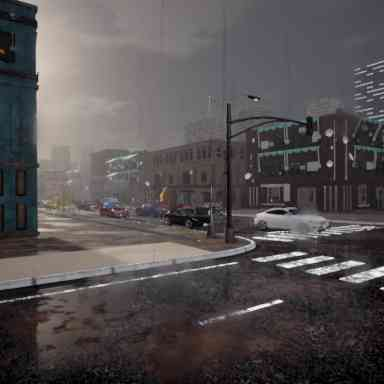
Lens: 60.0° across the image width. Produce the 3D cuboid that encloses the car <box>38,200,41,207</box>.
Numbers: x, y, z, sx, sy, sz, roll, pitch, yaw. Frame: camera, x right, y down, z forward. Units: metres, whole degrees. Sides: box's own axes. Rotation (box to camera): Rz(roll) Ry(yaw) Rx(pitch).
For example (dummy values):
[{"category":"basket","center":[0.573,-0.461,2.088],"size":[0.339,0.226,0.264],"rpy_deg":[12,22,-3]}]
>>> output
[{"category":"car","center":[-30.738,2.376,66.778],"size":[2.008,1.369,4.403],"rpy_deg":[-1,0,-35]}]

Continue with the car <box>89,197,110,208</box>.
[{"category":"car","center":[-17.503,1.940,62.603],"size":[2.192,1.841,5.009],"rpy_deg":[-1,0,-35]}]

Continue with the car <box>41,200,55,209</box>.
[{"category":"car","center":[-24.231,2.233,57.612],"size":[1.752,1.417,4.829],"rpy_deg":[-1,0,-35]}]

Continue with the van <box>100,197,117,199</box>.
[{"category":"van","center":[-14.298,1.907,58.090],"size":[1.690,1.788,3.998],"rpy_deg":[-1,0,-35]}]

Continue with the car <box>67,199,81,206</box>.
[{"category":"car","center":[-27.110,2.364,76.144],"size":[1.947,1.339,4.313],"rpy_deg":[-1,0,-35]}]

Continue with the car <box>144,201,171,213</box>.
[{"category":"car","center":[-4.679,1.966,44.550],"size":[1.802,1.307,4.206],"rpy_deg":[-2,0,-35]}]

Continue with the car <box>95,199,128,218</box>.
[{"category":"car","center":[-8.311,1.846,35.184],"size":[1.967,1.590,4.097],"rpy_deg":[-1,0,-35]}]

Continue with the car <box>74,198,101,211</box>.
[{"category":"car","center":[-15.731,2.055,50.245],"size":[2.128,1.511,4.902],"rpy_deg":[-1,0,-35]}]

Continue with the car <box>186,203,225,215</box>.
[{"category":"car","center":[1.728,1.810,35.524],"size":[2.008,1.369,4.403],"rpy_deg":[-2,0,-35]}]

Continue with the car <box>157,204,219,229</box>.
[{"category":"car","center":[-0.374,1.815,23.799],"size":[1.947,1.339,4.313],"rpy_deg":[-1,0,-35]}]

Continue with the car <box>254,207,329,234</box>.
[{"category":"car","center":[5.845,1.655,20.091],"size":[1.812,1.442,4.674],"rpy_deg":[-1,-1,-38]}]

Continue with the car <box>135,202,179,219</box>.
[{"category":"car","center":[-3.834,1.881,33.373],"size":[2.033,1.411,5.357],"rpy_deg":[-1,0,-35]}]

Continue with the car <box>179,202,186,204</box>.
[{"category":"car","center":[-1.476,1.904,40.037],"size":[1.802,1.307,4.206],"rpy_deg":[-2,0,-35]}]

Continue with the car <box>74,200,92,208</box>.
[{"category":"car","center":[-20.440,2.192,62.288],"size":[1.812,1.442,4.674],"rpy_deg":[-1,0,-35]}]

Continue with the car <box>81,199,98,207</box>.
[{"category":"car","center":[-20.702,2.228,67.117],"size":[1.887,1.381,4.507],"rpy_deg":[-1,0,-35]}]
